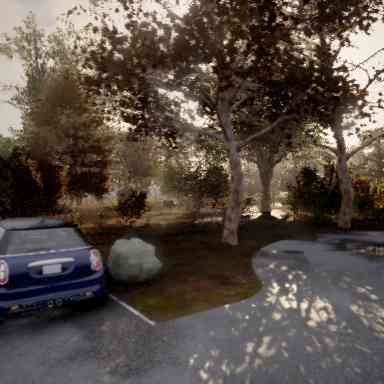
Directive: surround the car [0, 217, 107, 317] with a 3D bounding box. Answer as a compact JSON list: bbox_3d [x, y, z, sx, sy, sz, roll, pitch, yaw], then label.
[{"bbox_3d":[-3.633,1.342,7.435,2.185,1.767,4.553,-1,0,-36],"label":"car"}]
